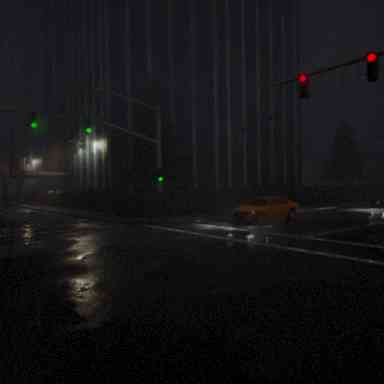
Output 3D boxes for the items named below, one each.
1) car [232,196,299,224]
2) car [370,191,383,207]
[{"bbox_3d":[4.676,1.055,20.963,5.008,1.535,1.882,-2,1,-38],"label":"car"},{"bbox_3d":[19.122,0.634,32.242,4.902,1.511,2.128,-2,1,-38],"label":"car"}]
